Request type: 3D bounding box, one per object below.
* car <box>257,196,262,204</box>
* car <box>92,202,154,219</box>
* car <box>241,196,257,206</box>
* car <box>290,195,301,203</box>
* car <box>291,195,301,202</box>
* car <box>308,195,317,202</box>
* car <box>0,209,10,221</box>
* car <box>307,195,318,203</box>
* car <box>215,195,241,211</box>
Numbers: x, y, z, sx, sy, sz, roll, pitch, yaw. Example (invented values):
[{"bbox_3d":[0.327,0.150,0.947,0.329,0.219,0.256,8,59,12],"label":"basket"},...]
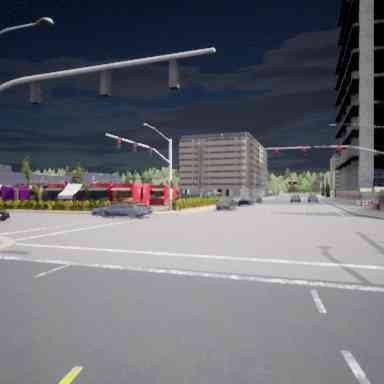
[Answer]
[{"bbox_3d":[12.420,1.460,64.296,2.128,1.511,4.902,0,0,19],"label":"car"},{"bbox_3d":[-6.106,1.591,29.562,5.357,1.411,2.033,0,0,14],"label":"car"},{"bbox_3d":[8.644,1.575,53.198,1.895,1.301,4.718,0,0,19],"label":"car"},{"bbox_3d":[21.531,1.520,69.256,1.994,1.385,4.181,0,0,19],"label":"car"},{"bbox_3d":[24.609,1.500,78.480,2.033,1.411,5.357,0,0,19],"label":"car"},{"bbox_3d":[28.031,1.485,77.676,1.812,1.442,4.674,0,0,19],"label":"car"},{"bbox_3d":[-16.472,1.607,26.100,4.181,1.385,1.994,0,0,19],"label":"car"},{"bbox_3d":[24.740,1.507,67.821,2.033,1.411,5.357,0,0,19],"label":"car"},{"bbox_3d":[4.178,1.485,39.929,1.837,1.490,4.892,0,0,19],"label":"car"}]
